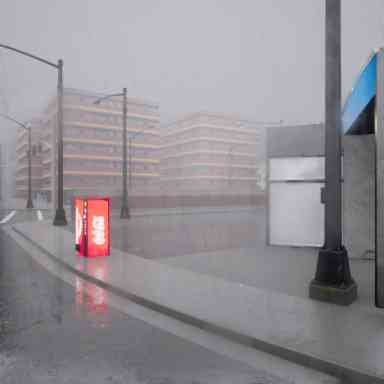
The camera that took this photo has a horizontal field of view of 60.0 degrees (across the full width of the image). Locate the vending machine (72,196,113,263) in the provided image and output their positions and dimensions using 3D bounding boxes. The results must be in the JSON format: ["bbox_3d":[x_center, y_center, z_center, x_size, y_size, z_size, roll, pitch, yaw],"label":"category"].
[{"bbox_3d":[-3.361,1.195,11.256,1.100,2.100,0.880,0,0,-36],"label":"vending machine"}]
